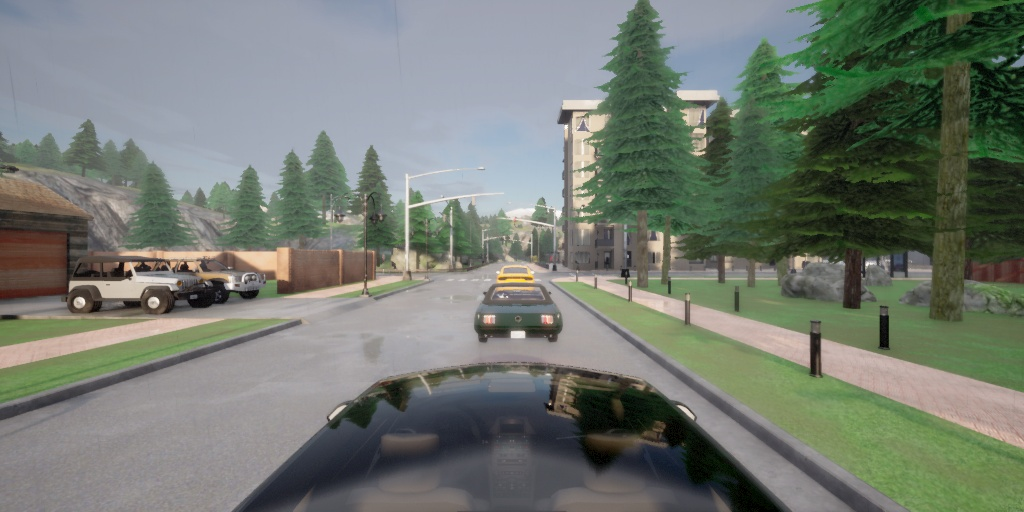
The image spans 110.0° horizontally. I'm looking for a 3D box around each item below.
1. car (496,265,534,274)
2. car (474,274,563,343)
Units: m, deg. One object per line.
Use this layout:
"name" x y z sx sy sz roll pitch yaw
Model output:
"car" 0.175 1.228 19.022 1.882 1.535 5.008 0 0 0
"car" 0.146 1.351 9.683 1.895 1.301 4.718 0 0 0
